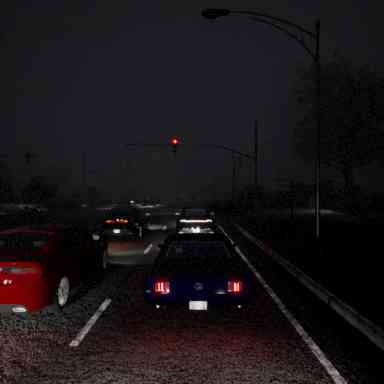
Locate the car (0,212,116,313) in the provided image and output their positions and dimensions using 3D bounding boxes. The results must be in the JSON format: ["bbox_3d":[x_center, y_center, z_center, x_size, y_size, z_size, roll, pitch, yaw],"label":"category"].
[{"bbox_3d":[-3.382,1.478,7.788,1.882,1.535,5.008,0,0,0],"label":"car"}]

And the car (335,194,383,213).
[{"bbox_3d":[18.912,1.218,35.834,5.566,2.045,2.150,0,0,3],"label":"car"}]

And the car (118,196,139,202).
[{"bbox_3d":[-10.484,1.491,53.168,2.128,1.511,4.902,0,0,1],"label":"car"}]

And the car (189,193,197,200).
[{"bbox_3d":[0.275,1.225,94.667,2.150,2.045,5.566,0,0,1],"label":"car"}]

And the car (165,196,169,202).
[{"bbox_3d":[-6.821,1.478,73.208,1.882,1.535,5.008,0,0,0],"label":"car"}]

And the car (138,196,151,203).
[{"bbox_3d":[-10.322,1.540,72.520,2.033,1.411,5.357,0,0,0],"label":"car"}]

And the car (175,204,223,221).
[{"bbox_3d":[0.151,1.491,17.023,2.128,1.511,4.902,0,0,-1],"label":"car"}]

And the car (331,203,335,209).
[{"bbox_3d":[19.077,1.502,39.334,4.892,1.490,1.837,0,0,3],"label":"car"}]

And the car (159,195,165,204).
[{"bbox_3d":[-6.890,1.601,63.447,1.895,1.301,4.718,0,0,1],"label":"car"}]

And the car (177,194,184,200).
[{"bbox_3d":[-3.222,1.328,95.054,1.882,1.535,5.008,0,0,1],"label":"car"}]

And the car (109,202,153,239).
[{"bbox_3d":[-3.358,1.505,17.286,1.837,1.490,4.892,0,0,0],"label":"car"}]

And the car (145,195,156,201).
[{"bbox_3d":[-10.295,1.540,82.824,2.033,1.411,5.357,0,0,0],"label":"car"}]

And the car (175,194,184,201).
[{"bbox_3d":[-3.289,1.532,84.646,2.033,1.411,5.357,0,0,0],"label":"car"}]

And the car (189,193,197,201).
[{"bbox_3d":[0.198,1.500,80.585,1.837,1.490,4.892,0,0,0],"label":"car"}]

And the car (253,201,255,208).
[{"bbox_3d":[5.414,1.492,40.896,4.902,1.511,2.128,0,0,16],"label":"car"}]

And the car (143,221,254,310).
[{"bbox_3d":[0.119,1.601,7.761,1.895,1.301,4.718,0,0,0],"label":"car"}]

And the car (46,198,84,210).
[{"bbox_3d":[-15.802,1.526,41.381,4.674,1.442,1.812,0,0,3],"label":"car"}]

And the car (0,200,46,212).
[{"bbox_3d":[-19.802,1.601,38.111,4.718,1.301,1.895,0,0,3],"label":"car"}]

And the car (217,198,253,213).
[{"bbox_3d":[3.722,1.601,35.787,4.718,1.301,1.895,0,0,-10],"label":"car"}]

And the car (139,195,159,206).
[{"bbox_3d":[-6.956,1.564,54.686,1.994,1.385,4.181,0,0,-1],"label":"car"}]

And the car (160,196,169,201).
[{"bbox_3d":[-6.794,1.595,83.191,1.895,1.301,4.718,0,0,0],"label":"car"}]
